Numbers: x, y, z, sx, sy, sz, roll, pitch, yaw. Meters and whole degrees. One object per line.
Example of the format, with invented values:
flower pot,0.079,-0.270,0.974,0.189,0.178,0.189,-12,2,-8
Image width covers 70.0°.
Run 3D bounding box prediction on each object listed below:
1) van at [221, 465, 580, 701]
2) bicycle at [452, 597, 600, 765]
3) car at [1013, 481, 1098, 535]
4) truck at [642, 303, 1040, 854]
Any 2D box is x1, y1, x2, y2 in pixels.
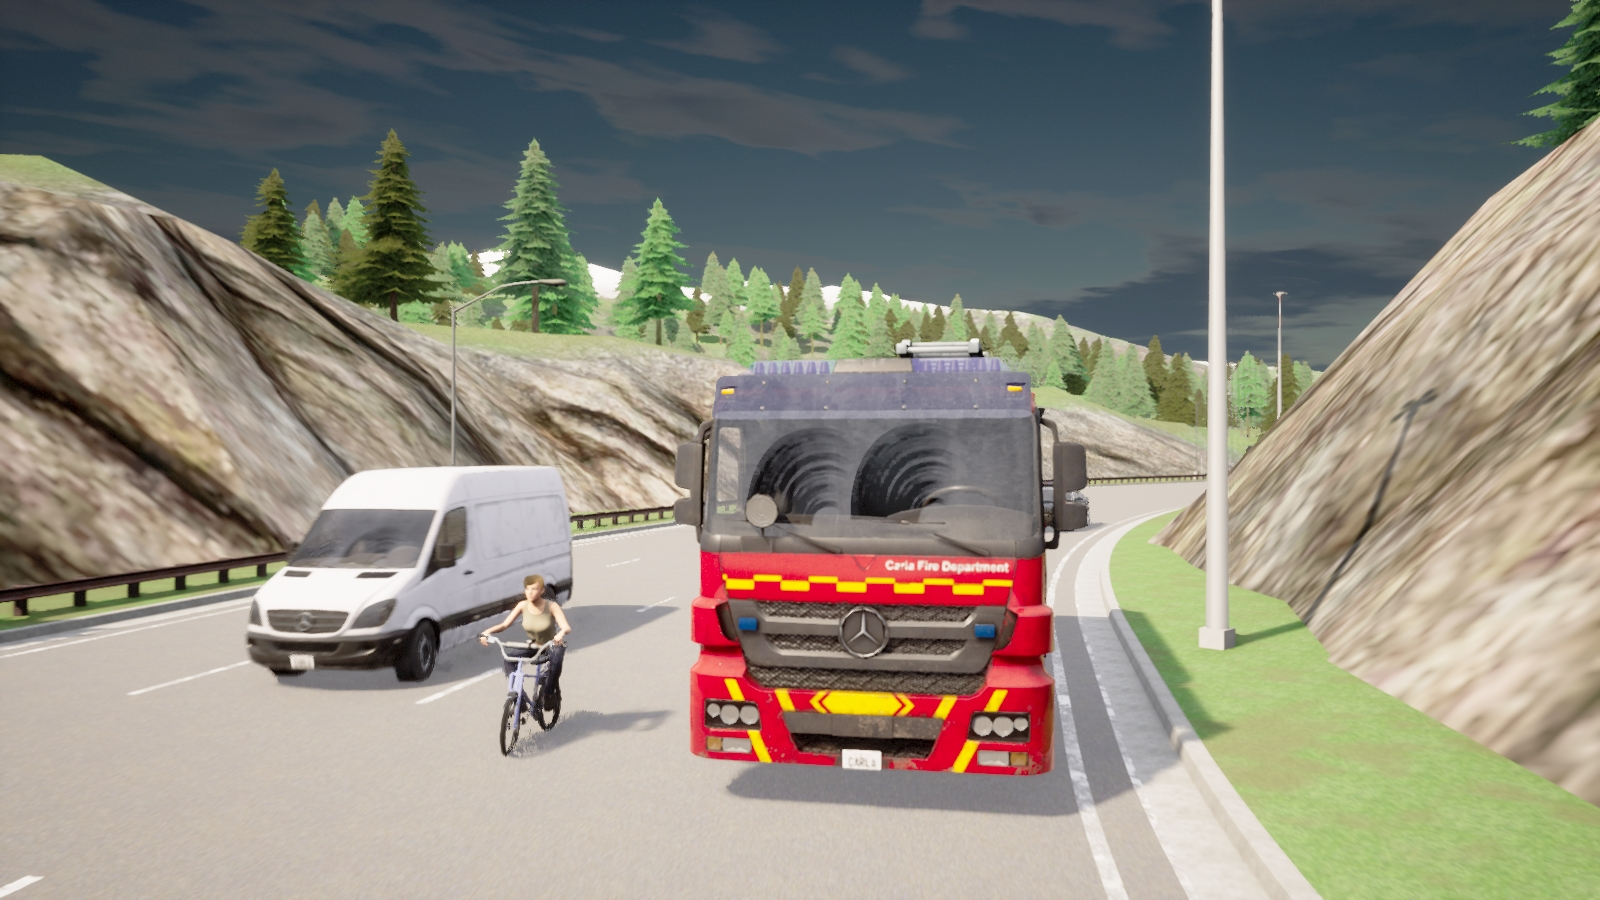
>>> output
van,-5.130,1.534,15.886,1.988,2.561,5.915,0,0,11
bicycle,-2.585,2.157,10.946,0.859,1.277,1.487,1,0,9
car,9.171,1.982,40.676,2.097,1.638,5.238,0,0,23
truck,1.051,0.890,12.366,2.891,3.827,8.468,0,0,11
